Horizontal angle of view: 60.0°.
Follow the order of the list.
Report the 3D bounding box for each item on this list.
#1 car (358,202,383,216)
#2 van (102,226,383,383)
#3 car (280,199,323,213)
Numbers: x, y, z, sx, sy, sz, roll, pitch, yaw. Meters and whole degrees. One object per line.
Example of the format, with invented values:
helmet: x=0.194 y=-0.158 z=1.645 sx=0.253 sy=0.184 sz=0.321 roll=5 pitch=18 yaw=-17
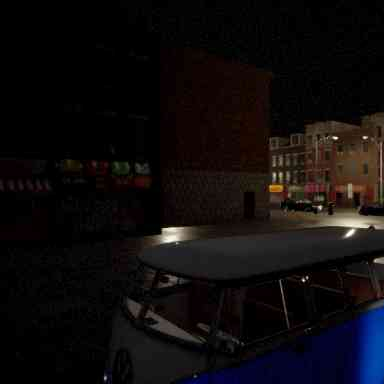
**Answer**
car: x=17.125 y=1.572 z=29.575 sx=1.994 sy=1.385 sz=4.181 roll=0 pitch=0 yaw=-35
van: x=1.075 y=1.341 z=3.587 sx=3.998 sy=1.788 sz=1.690 roll=0 pitch=0 yaw=-36
car: x=12.006 y=1.492 z=36.762 sx=2.128 sy=1.511 sz=4.902 roll=0 pitch=0 yaw=-35
